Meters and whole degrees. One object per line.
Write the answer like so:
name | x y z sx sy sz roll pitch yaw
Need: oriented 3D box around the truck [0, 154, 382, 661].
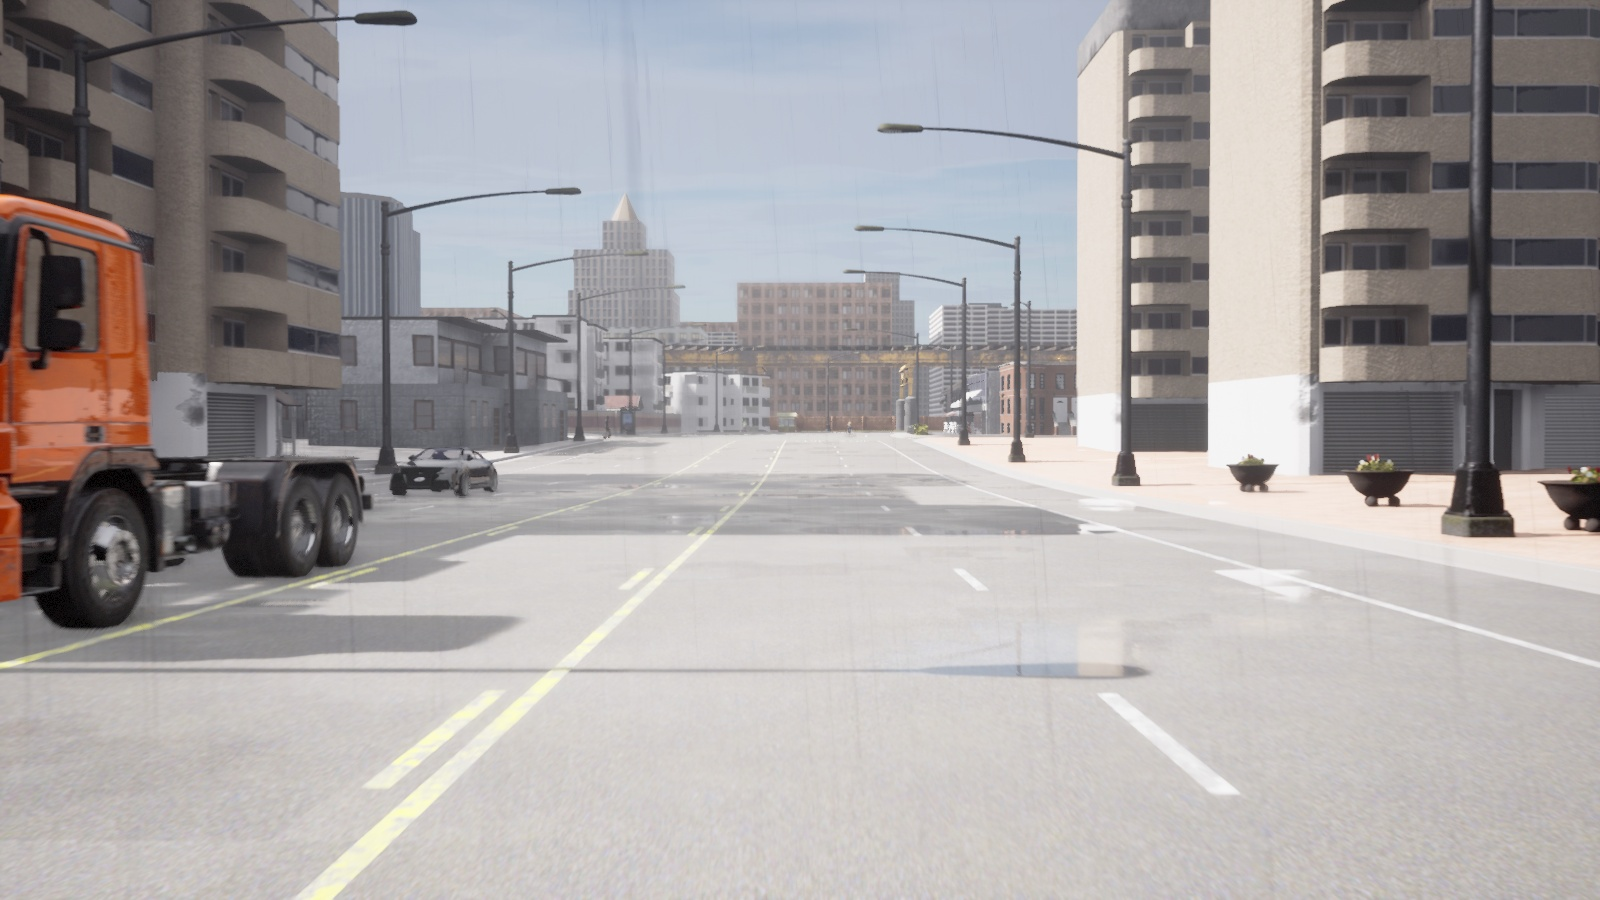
truck | -6.885 -0.312 12.268 2.891 3.462 7.936 0 0 0

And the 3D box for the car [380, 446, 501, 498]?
car | -10.189 0.582 35.959 1.994 1.385 4.181 0 1 4
